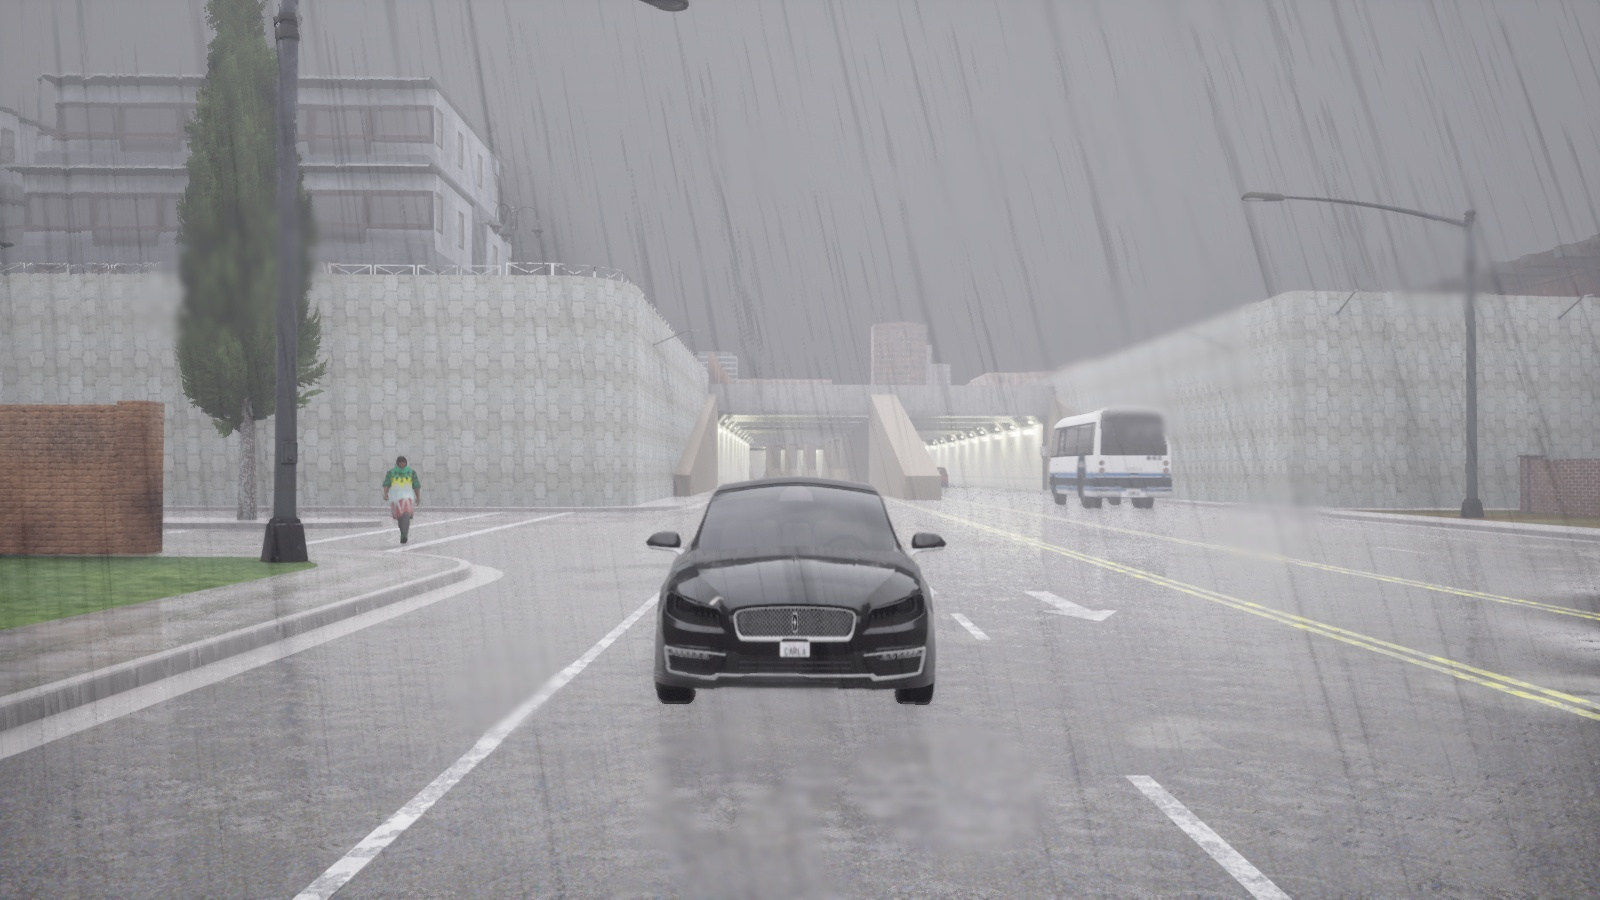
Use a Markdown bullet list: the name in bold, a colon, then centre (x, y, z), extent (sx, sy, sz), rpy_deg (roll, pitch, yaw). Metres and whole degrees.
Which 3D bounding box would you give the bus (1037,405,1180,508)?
- **bus**: centre (13.845, 0.353, 57.567), extent (3.944, 4.253, 10.273), rpy_deg (0, -1, 0)

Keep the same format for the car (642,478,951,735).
- **car**: centre (-0.021, 0.987, 9.934), extent (1.837, 1.490, 4.892), rpy_deg (0, -1, 0)

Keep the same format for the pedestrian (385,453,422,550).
- **pedestrian**: centre (-8.133, 1.038, 25.800), extent (0.659, 1.952, 0.873), rpy_deg (0, -1, -13)
